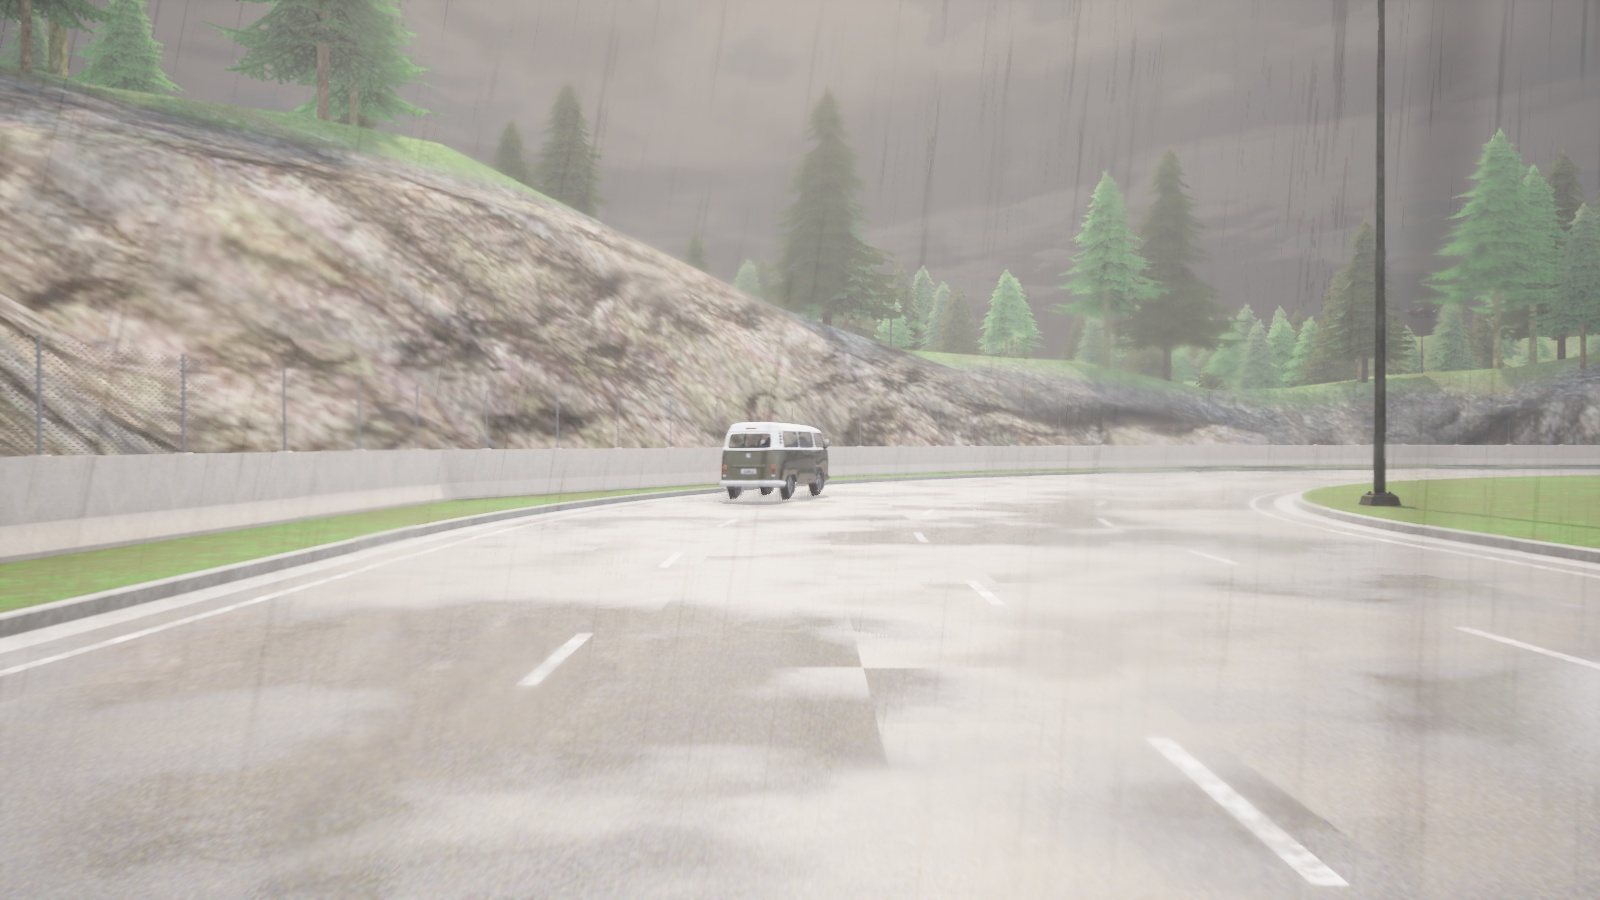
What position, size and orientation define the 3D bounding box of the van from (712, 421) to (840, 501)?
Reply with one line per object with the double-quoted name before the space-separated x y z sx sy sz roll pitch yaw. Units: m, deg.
"van" -0.568 0.275 34.466 2.069 2.038 4.480 0 0 19
